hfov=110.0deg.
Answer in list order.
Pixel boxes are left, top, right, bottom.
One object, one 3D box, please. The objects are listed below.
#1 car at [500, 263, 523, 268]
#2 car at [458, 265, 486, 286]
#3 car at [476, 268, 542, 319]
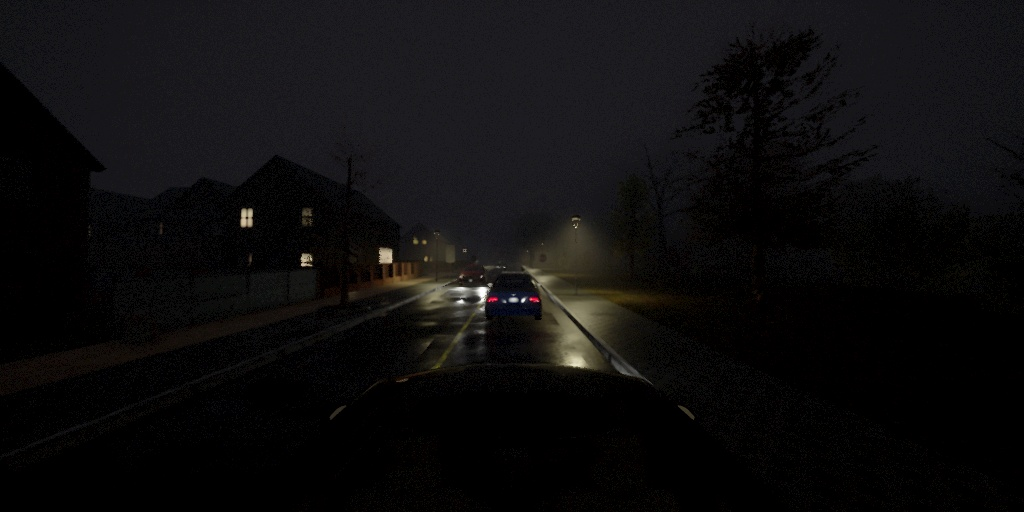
[{"bbox_3d":[0.157,1.466,29.470,1.895,1.301,4.718,0,0,1],"label":"car"},{"bbox_3d":[-2.735,1.374,26.207,1.812,1.442,4.674,0,0,0],"label":"car"},{"bbox_3d":[0.078,1.338,12.960,2.033,1.411,5.357,0,0,1],"label":"car"}]
